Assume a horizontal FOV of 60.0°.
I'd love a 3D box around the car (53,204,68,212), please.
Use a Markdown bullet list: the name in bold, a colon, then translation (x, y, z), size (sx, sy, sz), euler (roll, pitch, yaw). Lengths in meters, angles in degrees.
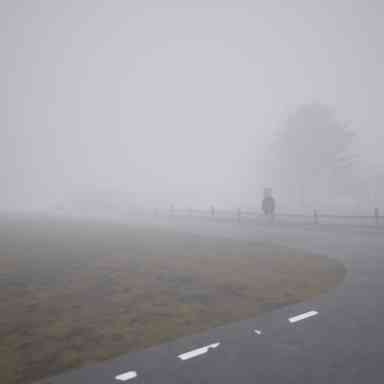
- **car**: translation (-23.816, 2.862, 60.041), size (1.837, 1.490, 4.892), euler (0, -1, -34)
